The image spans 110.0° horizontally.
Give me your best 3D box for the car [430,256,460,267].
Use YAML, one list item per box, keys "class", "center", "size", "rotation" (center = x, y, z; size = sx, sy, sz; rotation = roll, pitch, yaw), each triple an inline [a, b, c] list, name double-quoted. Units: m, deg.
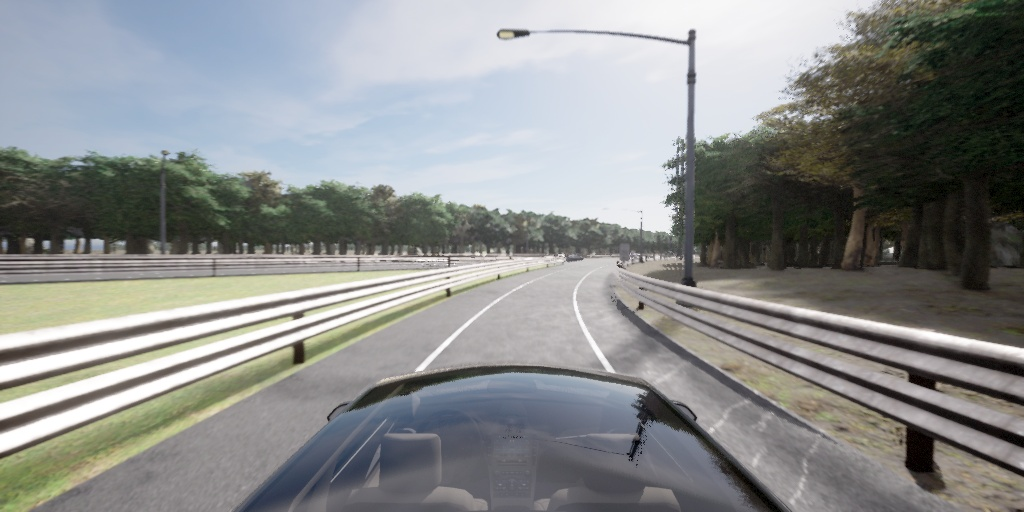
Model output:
- class: "car"
  center: [-9.146, 0.703, 48.089]
  size: [1.895, 1.301, 4.718]
  rotation: [2, 1, 42]
